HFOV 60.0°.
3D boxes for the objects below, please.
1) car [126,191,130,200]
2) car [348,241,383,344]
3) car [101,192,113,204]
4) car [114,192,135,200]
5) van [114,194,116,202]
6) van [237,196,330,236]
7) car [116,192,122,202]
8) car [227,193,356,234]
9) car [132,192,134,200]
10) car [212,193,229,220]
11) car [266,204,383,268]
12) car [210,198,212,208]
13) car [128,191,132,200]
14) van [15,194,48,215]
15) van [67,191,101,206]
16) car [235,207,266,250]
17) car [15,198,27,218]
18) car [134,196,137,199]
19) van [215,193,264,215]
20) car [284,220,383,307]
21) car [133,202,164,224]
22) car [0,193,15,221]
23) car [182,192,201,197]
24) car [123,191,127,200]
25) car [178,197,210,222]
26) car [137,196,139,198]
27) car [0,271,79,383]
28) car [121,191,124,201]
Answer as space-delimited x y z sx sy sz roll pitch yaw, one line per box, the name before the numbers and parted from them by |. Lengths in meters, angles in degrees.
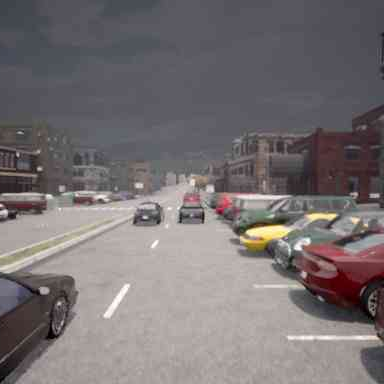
car | -16.303 1.097 69.927 4.892 1.521 2.231 0 0 0
car | 4.720 1.504 3.793 4.792 1.488 2.163 0 0 0
car | -16.143 0.907 53.387 5.566 2.045 2.435 0 1 0
car | -16.350 1.001 80.951 4.553 1.767 2.185 0 0 0
van | -16.330 0.897 59.023 4.442 1.987 1.878 0 0 0
van | 4.730 1.212 17.690 4.442 1.987 1.878 0 0 0
car | -16.240 1.111 61.659 5.008 1.535 2.097 0 0 0
car | 4.598 1.197 14.790 5.566 2.045 2.435 0 0 0
car | -16.344 1.104 75.439 5.008 1.535 2.097 0 0 0
car | 4.608 1.144 26.025 5.566 2.045 2.435 0 0 0
car | 4.691 1.339 9.351 4.553 1.767 2.185 0 0 0
car | 4.583 1.084 34.362 5.566 2.045 2.435 0 0 0
car | -16.314 1.098 72.683 5.008 1.535 2.097 0 0 0
van | -16.120 1.133 31.331 4.442 1.987 1.878 0 0 0
van | -16.013 0.982 47.877 4.442 1.987 1.878 0 1 0
car | 4.459 1.455 12.006 5.366 1.575 1.946 0 0 0
car | -15.932 1.426 25.816 4.792 1.488 2.163 0 0 0
car | -16.390 0.863 78.196 5.566 2.045 2.435 0 0 0
van | 4.445 1.132 31.584 4.442 1.987 1.878 0 0 0
car | 4.670 1.470 6.572 5.008 1.535 2.097 0 0 0
car | -3.020 1.453 23.796 1.812 1.442 4.674 0 0 0
car | -15.912 1.161 23.056 5.566 2.045 2.435 0 0 0
car | -0.066 0.998 43.026 2.150 2.045 5.566 0 1 -1
car | -16.283 1.099 67.171 4.892 1.521 2.231 0 0 0
car | -0.022 1.409 25.205 2.128 1.511 4.902 0 0 0
car | -16.406 1.184 83.705 4.674 1.452 2.002 0 0 0
car | -2.917 1.542 3.459 2.033 1.411 5.357 0 0 0
car | -16.226 1.132 64.415 4.792 1.488 2.163 0 0 0
